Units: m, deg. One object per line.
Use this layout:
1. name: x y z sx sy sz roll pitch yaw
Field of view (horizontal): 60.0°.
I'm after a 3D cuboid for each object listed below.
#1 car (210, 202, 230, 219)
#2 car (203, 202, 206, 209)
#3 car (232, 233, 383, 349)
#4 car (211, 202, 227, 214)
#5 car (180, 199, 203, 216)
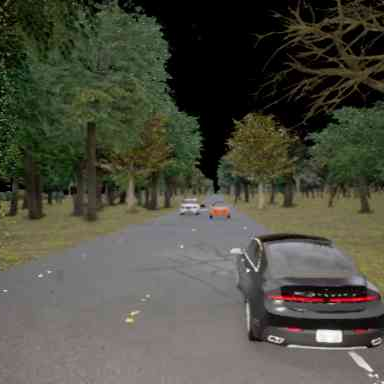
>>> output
1. car: 2.971 1.861 35.425 2.097 1.767 4.553 -1 -1 5
2. car: 1.855 2.707 67.209 1.895 1.301 4.718 -1 -1 4
3. car: 1.879 1.563 6.526 1.837 1.490 4.892 -1 -1 4
4. car: 3.720 2.185 45.585 2.128 1.511 4.902 -1 -1 5
5. car: -0.202 1.894 42.067 2.150 2.045 5.566 -1 -1 4
